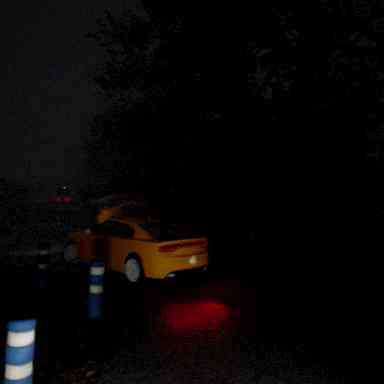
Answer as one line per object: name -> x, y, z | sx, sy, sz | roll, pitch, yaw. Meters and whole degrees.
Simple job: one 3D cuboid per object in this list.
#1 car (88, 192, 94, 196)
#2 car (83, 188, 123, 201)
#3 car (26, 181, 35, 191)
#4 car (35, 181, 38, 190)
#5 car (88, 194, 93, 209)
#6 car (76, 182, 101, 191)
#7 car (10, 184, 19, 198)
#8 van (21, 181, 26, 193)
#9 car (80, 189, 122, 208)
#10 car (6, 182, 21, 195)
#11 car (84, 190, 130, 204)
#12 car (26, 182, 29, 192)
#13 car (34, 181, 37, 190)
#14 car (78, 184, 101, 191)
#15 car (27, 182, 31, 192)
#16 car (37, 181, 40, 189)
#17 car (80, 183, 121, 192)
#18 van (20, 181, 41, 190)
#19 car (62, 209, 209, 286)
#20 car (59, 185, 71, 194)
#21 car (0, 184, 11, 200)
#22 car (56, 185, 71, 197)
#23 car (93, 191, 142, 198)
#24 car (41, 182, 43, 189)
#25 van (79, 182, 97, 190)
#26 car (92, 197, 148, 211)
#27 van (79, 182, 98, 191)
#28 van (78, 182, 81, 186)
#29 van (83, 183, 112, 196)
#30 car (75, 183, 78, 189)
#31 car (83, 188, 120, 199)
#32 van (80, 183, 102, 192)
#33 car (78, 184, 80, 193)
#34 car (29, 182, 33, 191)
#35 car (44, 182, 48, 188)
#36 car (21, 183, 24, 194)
car -> -5.941, 1.019, 27.607 | 4.674, 1.452, 2.002 | 1, 2, -20
car -> -11.598, 0.307, 43.350 | 4.792, 1.488, 2.163 | 1, 2, -20
car -> -31.615, -0.680, 59.616 | 5.366, 1.575, 1.946 | 1, 2, -20
car -> -33.333, -0.861, 64.896 | 4.892, 1.521, 2.231 | 1, 2, -20
car -> -5.024, 1.126, 24.995 | 4.792, 1.488, 2.163 | 1, 2, -20
car -> -24.823, -1.305, 79.765 | 5.566, 2.045, 2.435 | 1, 2, -20
car -> -23.721, 0.096, 38.877 | 5.366, 1.575, 1.946 | 1, 2, -20
van -> -27.551, -0.523, 49.276 | 4.442, 1.987, 1.878 | 1, 2, -20
car -> -7.052, 0.856, 30.146 | 5.366, 1.575, 1.946 | 1, 2, -20
car -> -25.747, -0.234, 44.034 | 4.553, 1.767, 2.185 | 1, 2, -20
car -> -9.727, 0.538, 38.008 | 4.792, 1.488, 2.163 | 1, 2, -20
car -> -28.638, -0.364, 51.843 | 4.792, 1.488, 2.163 | 1, 2, -20
car -> -32.378, -0.767, 62.291 | 4.892, 1.521, 2.231 | 1, 2, -20
car -> -23.824, -0.956, 77.059 | 5.008, 1.535, 2.097 | 1, 2, -20
car -> -29.581, -0.458, 54.452 | 4.792, 1.488, 2.163 | 1, 2, -20
car -> -34.445, -0.961, 67.444 | 5.366, 1.575, 1.946 | 1, 2, -20
car -> -8.725, 0.376, 35.415 | 5.566, 2.045, 2.435 | 1, 2, -20
van -> -39.093, -1.651, 80.508 | 4.442, 1.987, 1.878 | 1, 2, -20
car -> -1.788, 1.449, 9.480 | 5.008, 1.535, 1.882 | 0, -2, 43
car -> -22.874, -0.472, 59.927 | 1.882, 1.535, 5.008 | 1, 2, -20
car -> -23.168, 0.198, 36.258 | 5.366, 1.575, 1.946 | 1, 2, -20
car -> -19.085, -0.081, 49.447 | 2.128, 1.511, 4.902 | 1, 2, -20
car -> -4.065, 1.084, 22.524 | 4.553, 1.767, 2.185 | 1, 2, -20
car -> -37.107, -1.237, 75.333 | 5.008, 1.535, 2.097 | 1, 2, -20
van -> -26.528, -1.460, 84.905 | 4.442, 1.987, 1.878 | 1, 2, -20
car -> -3.161, 1.326, 19.912 | 5.008, 1.535, 2.097 | 1, 2, -20
van -> -25.629, -1.371, 82.419 | 4.442, 1.987, 1.878 | 1, 2, -20
van -> -16.390, -0.434, 56.185 | 4.442, 1.987, 1.878 | 1, 2, -20
van -> -15.229, -0.338, 53.661 | 4.442, 1.987, 1.878 | 1, 2, -20
car -> -17.248, -0.552, 58.818 | 5.566, 2.045, 2.435 | 1, 2, -20
car -> -12.495, 0.206, 45.831 | 4.792, 1.488, 2.163 | 1, 2, -20
van -> -21.863, -0.996, 72.005 | 4.442, 1.987, 1.878 | 1, 2, -20
car -> -14.398, -0.020, 51.026 | 5.008, 1.535, 2.097 | 1, 2, -20
car -> -30.525, -0.551, 57.061 | 4.792, 1.488, 2.163 | 1, 2, -20
car -> -39.900, -1.769, 83.166 | 5.566, 2.045, 2.435 | 1, 2, -20
car -> -26.695, -0.176, 46.644 | 4.792, 1.488, 2.163 | 1, 2, -20
